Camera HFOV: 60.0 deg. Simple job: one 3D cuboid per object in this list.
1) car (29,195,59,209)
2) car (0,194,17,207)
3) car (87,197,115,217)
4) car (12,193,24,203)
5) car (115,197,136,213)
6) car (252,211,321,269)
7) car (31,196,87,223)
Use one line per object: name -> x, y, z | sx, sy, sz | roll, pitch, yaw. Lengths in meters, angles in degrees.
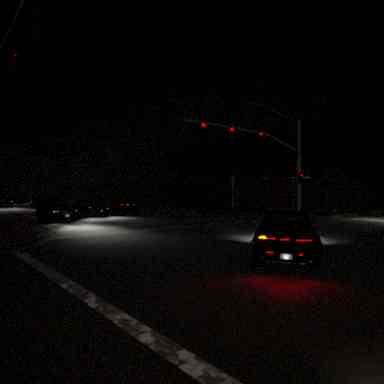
car -> -17.395, 1.145, 38.914 | 2.033, 1.411, 5.357 | -1, 1, -38
car -> -23.238, 1.192, 40.691 | 1.895, 1.301, 4.718 | -1, 1, -38
car -> -8.474, 1.198, 27.590 | 1.837, 1.490, 4.892 | -1, 1, -38
car -> -27.788, 0.988, 52.258 | 1.837, 1.490, 4.892 | -1, 1, -38
car -> -7.371, 1.194, 32.200 | 2.033, 1.411, 5.357 | -1, 1, -38
car -> 3.021, 1.371, 10.819 | 1.837, 1.490, 4.892 | 2, 1, 15
car -> -9.458, 1.228, 23.183 | 2.128, 1.511, 4.902 | -1, 1, -38
